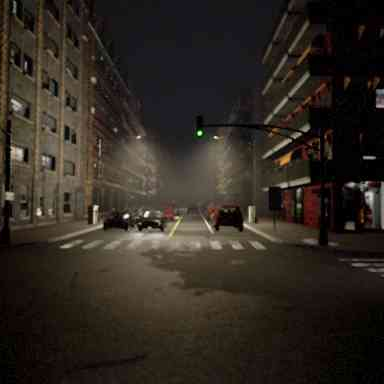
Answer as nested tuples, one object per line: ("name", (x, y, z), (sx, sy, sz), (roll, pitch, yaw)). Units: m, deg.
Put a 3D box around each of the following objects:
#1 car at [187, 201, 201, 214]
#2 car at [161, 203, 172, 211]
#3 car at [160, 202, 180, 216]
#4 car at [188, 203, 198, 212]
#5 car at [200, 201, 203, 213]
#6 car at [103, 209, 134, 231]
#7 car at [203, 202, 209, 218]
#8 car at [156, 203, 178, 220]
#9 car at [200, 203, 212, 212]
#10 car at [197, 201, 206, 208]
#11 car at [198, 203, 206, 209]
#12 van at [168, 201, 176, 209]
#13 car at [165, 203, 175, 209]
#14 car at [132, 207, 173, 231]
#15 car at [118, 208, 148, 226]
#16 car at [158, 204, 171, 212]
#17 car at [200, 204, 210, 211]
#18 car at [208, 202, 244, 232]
("car", (0.153, 2.695, 54.487), (1.882, 1.535, 5.008), (0, -1, 0))
("car", (-5.243, 3.084, 69.024), (1.752, 1.417, 4.829), (1, -1, 0))
("car", (-2.795, 2.325, 45.091), (2.097, 1.767, 4.553), (0, -1, 0))
("car", (0.127, 2.962, 64.923), (1.882, 1.535, 5.008), (0, -1, 0))
("car", (2.632, 2.637, 58.104), (2.192, 1.841, 5.009), (1, -1, 0))
("car", (-5.276, 2.072, 24.710), (1.947, 1.339, 4.313), (2, -1, 0))
("car", (2.618, 2.110, 35.876), (2.192, 1.841, 5.009), (1, -1, 0))
("car", (-2.814, 2.216, 34.792), (1.882, 1.535, 5.008), (0, -1, 0))
("car", (2.634, 2.907, 63.663), (1.967, 1.590, 4.097), (1, -2, 0))
("car", (2.658, 3.523, 91.474), (2.192, 1.841, 5.009), (1, -2, 0))
("car", (2.648, 3.625, 85.904), (1.947, 1.339, 4.313), (1, -2, 0))
("van", (-5.227, 3.351, 85.886), (1.690, 1.788, 3.998), (1, -2, 0))
("car", (-5.236, 3.412, 80.318), (2.008, 1.369, 4.403), (1, -2, 0))
("car", (-2.825, 2.073, 24.922), (2.033, 1.411, 5.357), (0, -1, 0))
("car", (-5.271, 2.191, 30.270), (1.947, 1.339, 4.313), (2, -1, 0))
("car", (-5.248, 2.969, 63.633), (2.008, 1.369, 4.403), (1, -1, 0))
("car", (2.635, 3.194, 69.218), (1.802, 1.307, 4.206), (1, -2, 0))
("car", (2.610, 1.870, 24.754), (2.192, 1.841, 5.009), (1, -1, 0))
